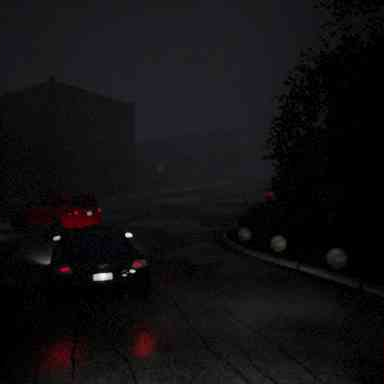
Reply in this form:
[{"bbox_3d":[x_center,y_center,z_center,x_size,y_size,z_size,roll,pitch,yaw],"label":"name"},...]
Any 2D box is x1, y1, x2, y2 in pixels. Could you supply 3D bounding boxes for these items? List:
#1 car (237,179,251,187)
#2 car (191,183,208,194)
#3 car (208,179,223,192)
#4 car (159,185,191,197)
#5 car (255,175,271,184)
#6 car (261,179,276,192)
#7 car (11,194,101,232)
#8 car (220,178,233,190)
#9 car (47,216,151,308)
[{"bbox_3d":[11.542,-2.016,73.341,2.163,1.488,4.792,0,4,31],"label":"car"},{"bbox_3d":[0.083,-0.591,54.170,1.946,1.575,5.366,0,4,31],"label":"car"},{"bbox_3d":[2.912,-0.951,58.902,1.946,1.575,5.366,0,4,31],"label":"car"},{"bbox_3d":[-2.754,-0.229,49.445,1.946,1.575,5.366,0,4,31],"label":"car"},{"bbox_3d":[17.223,-2.766,82.834,2.231,1.521,4.892,0,4,31],"label":"car"},{"bbox_3d":[13.050,-0.819,52.867,1.837,1.490,4.892,0,4,31],"label":"car"},{"bbox_3d":[-7.267,1.102,17.696,5.566,2.045,2.150,1,1,33],"label":"car"},{"bbox_3d":[5.882,-1.577,63.861,2.435,2.045,5.566,0,4,31],"label":"car"},{"bbox_3d":[-2.321,1.509,7.976,1.994,1.385,4.181,0,0,-20],"label":"car"}]
